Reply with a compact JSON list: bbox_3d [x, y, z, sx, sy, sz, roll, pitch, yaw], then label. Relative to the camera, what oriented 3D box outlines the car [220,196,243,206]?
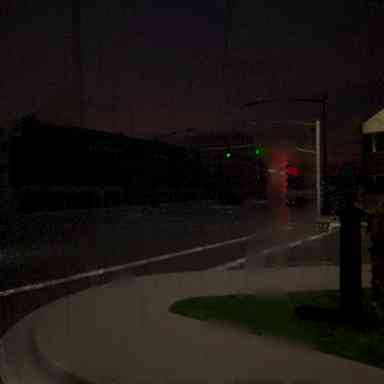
[{"bbox_3d":[5.860,1.274,49.116,1.812,1.442,4.674,0,1,35],"label":"car"}]

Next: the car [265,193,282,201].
[{"bbox_3d":[15.225,0.869,62.350,2.128,1.511,4.902,0,0,36],"label":"car"}]

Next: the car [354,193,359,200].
[{"bbox_3d":[34.407,0.896,71.274,2.033,1.411,5.357,0,-1,35],"label":"car"}]

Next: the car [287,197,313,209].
[{"bbox_3d":[13.510,1.278,41.625,2.033,1.411,5.357,0,1,35],"label":"car"}]
